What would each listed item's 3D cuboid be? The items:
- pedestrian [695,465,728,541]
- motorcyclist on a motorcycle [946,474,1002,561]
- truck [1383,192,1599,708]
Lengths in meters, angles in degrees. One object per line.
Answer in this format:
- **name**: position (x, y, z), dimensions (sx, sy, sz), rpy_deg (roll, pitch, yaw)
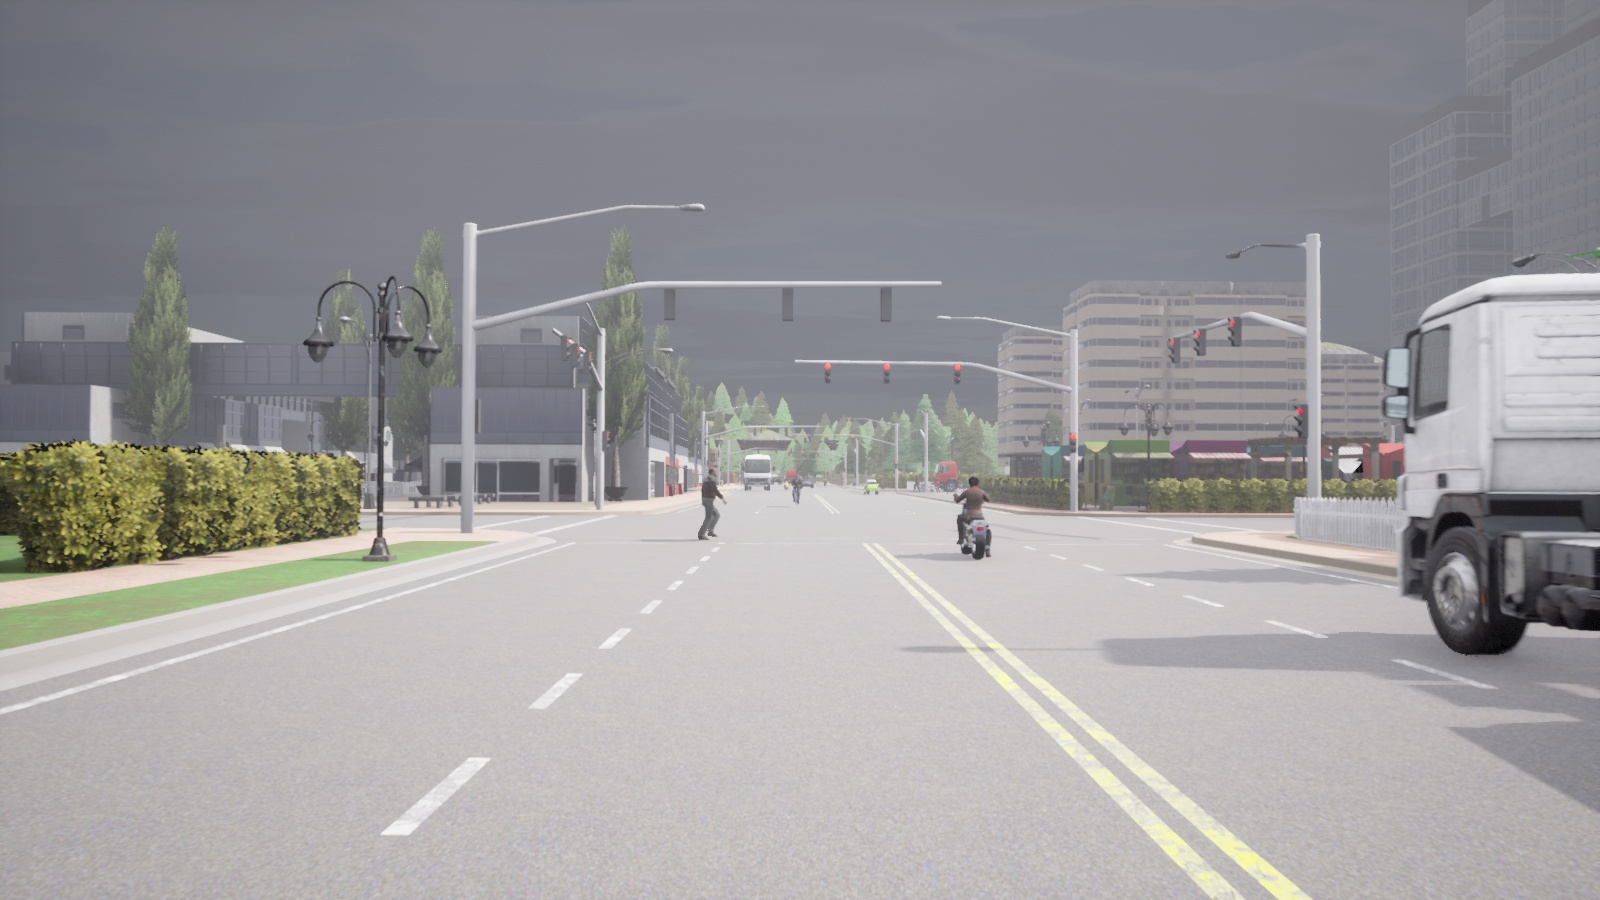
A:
- **pedestrian**: position (-2.179, 1.296, 30.782), dimensions (0.720, 1.854, 0.376), rpy_deg (0, -1, -22)
- **motorcyclist on a motorcycle**: position (3.437, 1.309, 25.036), dimensions (0.766, 1.649, 2.350), rpy_deg (0, -1, 0)
- **truck**: position (6.900, 0.008, 8.876), dimensions (2.891, 3.462, 7.936), rpy_deg (0, -1, 9)
